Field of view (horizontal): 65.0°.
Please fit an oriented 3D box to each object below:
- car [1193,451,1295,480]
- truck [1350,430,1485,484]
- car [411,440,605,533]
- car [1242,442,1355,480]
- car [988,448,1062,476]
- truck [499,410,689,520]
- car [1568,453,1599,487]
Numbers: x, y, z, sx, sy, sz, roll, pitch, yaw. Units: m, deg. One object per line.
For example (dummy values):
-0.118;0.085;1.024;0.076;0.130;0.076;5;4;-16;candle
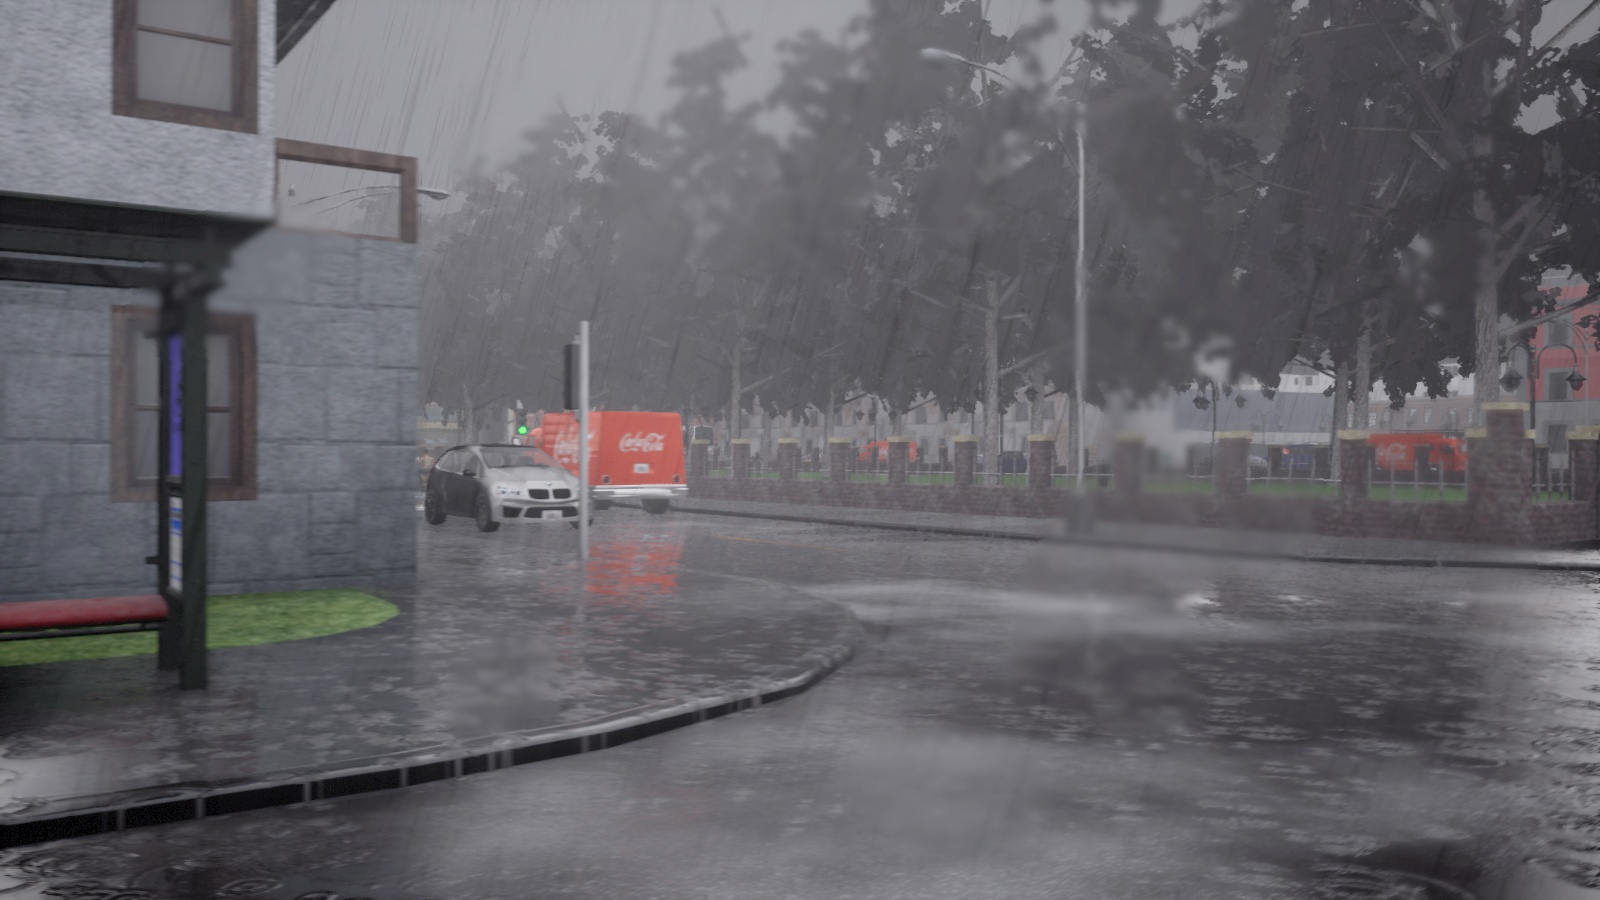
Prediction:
24.100;0.822;68.268;2.128;1.511;4.902;0;0;-35;car
29.614;0.348;60.359;2.627;2.467;5.204;0;0;-35;truck
-5.958;0.664;25.183;2.242;1.667;4.611;0;0;-35;car
27.739;0.581;70.044;2.150;2.045;5.566;0;0;-35;car
14.619;0.777;81.866;2.097;1.767;4.553;0;0;-35;car
-5.205;0.345;31.096;2.627;2.467;5.204;0;0;-35;truck
35.081;0.830;52.538;1.812;1.442;4.674;0;0;-34;car
